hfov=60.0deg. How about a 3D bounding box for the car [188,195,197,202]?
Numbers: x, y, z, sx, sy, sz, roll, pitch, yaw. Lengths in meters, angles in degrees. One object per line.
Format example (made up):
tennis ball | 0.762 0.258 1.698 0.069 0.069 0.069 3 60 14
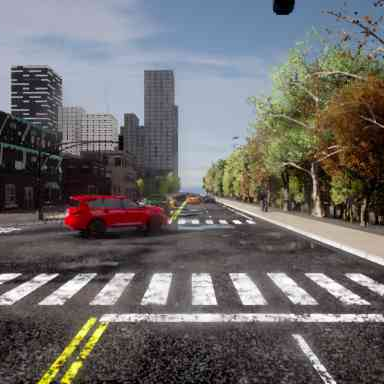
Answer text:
car | 0.126 1.449 72.843 1.882 1.535 5.008 0 0 0

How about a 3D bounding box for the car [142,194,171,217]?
car | -3.293 1.212 32.085 2.150 2.045 5.566 0 0 0

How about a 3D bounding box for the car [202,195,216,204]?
car | 3.450 1.540 63.153 1.994 1.385 4.181 0 0 0

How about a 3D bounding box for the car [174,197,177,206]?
car | -3.272 1.463 42.267 1.882 1.535 5.008 0 0 0

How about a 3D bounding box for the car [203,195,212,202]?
car | 3.364 1.471 73.109 1.837 1.490 4.892 0 0 0

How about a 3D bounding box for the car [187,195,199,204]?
car | 0.195 1.328 63.022 2.097 1.767 4.553 0 0 0

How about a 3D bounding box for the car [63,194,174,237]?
car | -4.091 1.218 18.286 5.566 2.045 2.150 0 0 -34
